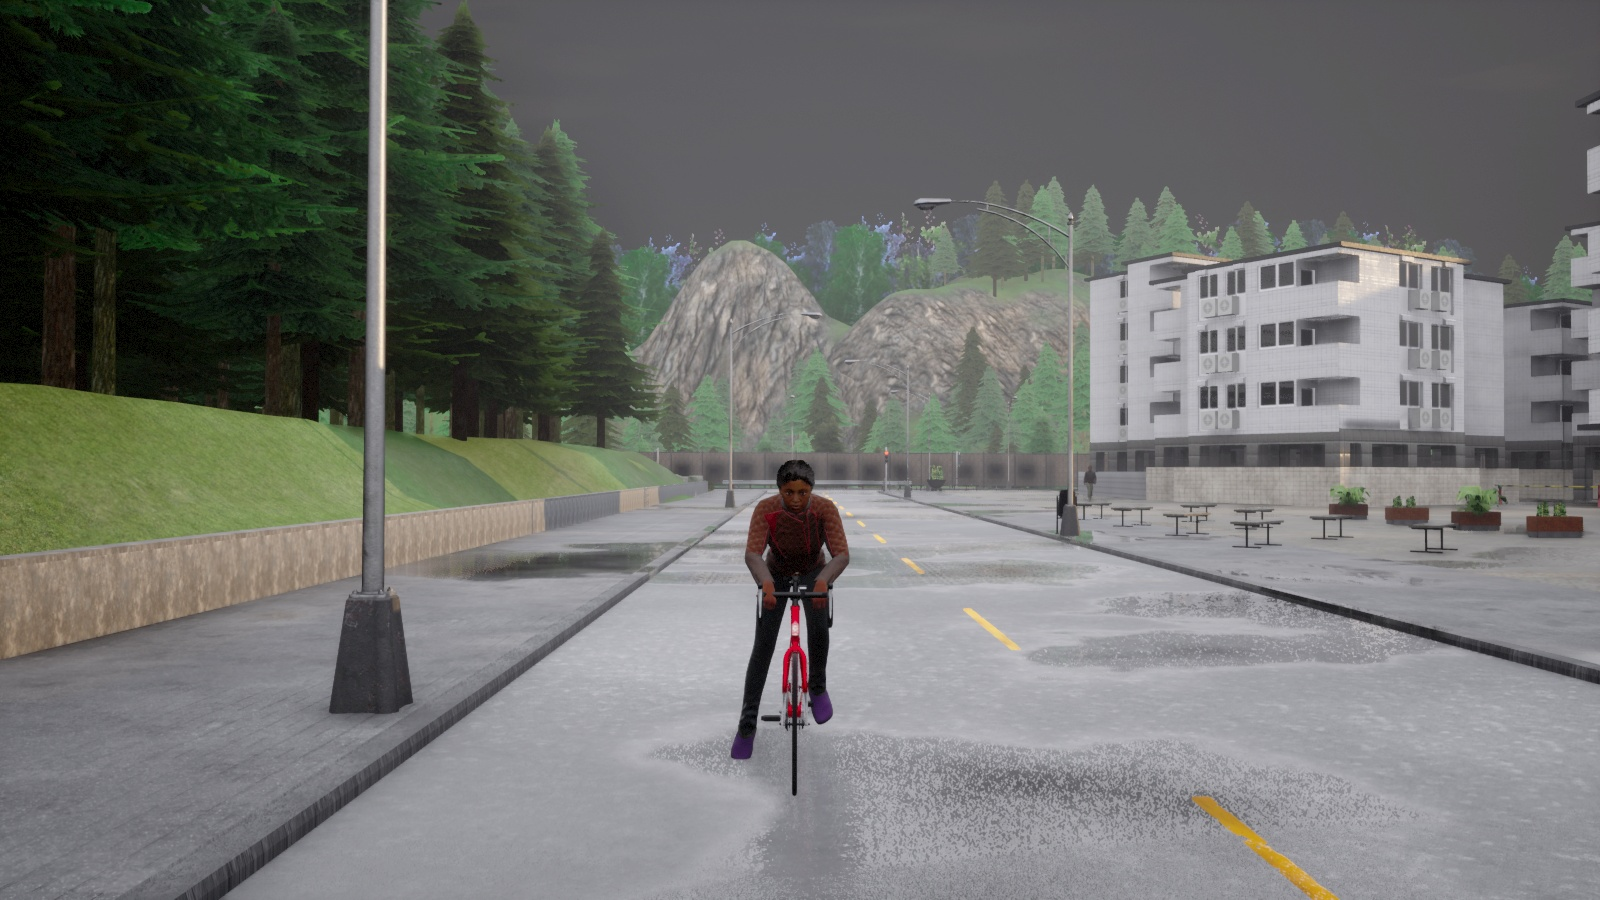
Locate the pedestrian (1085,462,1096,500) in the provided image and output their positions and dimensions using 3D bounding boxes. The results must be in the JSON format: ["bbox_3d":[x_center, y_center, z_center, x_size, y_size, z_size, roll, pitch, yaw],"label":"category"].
[{"bbox_3d":[14.132,1.492,61.136,0.431,1.840,0.703,0,-1,9],"label":"pedestrian"}]

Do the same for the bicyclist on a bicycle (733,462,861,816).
[{"bbox_3d":[-0.018,0.878,6.593,0.582,1.620,1.656,0,-1,0],"label":"bicyclist on a bicycle"}]
